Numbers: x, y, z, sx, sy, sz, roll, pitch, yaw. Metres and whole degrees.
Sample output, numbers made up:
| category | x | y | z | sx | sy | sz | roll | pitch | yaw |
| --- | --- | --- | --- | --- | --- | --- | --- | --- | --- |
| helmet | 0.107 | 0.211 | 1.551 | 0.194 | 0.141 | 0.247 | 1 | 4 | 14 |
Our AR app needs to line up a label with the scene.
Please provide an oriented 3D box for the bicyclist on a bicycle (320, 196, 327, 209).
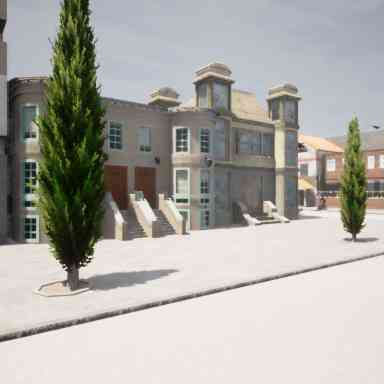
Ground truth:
| category | x | y | z | sx | sy | sz | roll | pitch | yaw |
| --- | --- | --- | --- | --- | --- | --- | --- | --- | --- |
| bicyclist on a bicycle | 16.029 | 1.349 | 40.705 | 1.656 | 1.620 | 0.582 | 0 | 0 | -35 |

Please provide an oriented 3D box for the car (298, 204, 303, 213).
| category | x | y | z | sx | sy | sz | roll | pitch | yaw |
| --- | --- | --- | --- | --- | --- | --- | --- | --- | --- |
| car | 9.461 | 1.491 | 35.450 | 2.128 | 1.511 | 4.902 | 0 | 0 | -35 |
